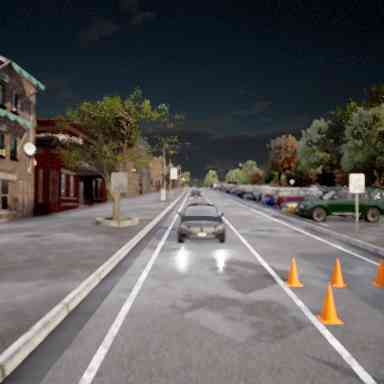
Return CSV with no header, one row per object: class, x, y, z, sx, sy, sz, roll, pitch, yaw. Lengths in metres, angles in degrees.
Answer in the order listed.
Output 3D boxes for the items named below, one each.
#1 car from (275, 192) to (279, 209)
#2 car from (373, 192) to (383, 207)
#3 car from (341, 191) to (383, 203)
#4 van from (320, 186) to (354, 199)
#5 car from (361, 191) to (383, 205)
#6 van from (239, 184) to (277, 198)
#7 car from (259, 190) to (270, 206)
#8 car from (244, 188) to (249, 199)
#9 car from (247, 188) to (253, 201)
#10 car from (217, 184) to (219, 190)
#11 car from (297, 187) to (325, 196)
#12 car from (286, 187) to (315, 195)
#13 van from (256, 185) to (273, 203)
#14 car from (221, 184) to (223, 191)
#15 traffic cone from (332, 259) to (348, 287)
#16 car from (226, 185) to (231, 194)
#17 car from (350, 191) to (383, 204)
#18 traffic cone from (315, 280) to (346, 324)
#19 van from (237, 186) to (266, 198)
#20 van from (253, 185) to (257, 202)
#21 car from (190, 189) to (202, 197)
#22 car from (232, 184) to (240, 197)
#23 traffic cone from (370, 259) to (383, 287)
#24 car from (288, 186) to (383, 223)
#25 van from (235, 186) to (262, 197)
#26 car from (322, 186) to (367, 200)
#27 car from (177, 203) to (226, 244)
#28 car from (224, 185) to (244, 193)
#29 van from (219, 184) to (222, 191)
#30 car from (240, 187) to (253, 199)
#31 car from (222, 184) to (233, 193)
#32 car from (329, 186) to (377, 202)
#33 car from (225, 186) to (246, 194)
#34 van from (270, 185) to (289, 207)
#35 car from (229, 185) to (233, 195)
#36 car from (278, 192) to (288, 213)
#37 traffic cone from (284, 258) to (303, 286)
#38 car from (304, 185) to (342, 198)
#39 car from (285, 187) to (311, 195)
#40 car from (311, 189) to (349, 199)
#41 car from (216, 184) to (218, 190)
car,9.532,0.974,26.847,4.674,1.452,2.002,0,1,0
car,22.645,0.791,35.928,5.008,1.535,2.097,0,1,0
car,22.716,0.607,44.258,4.792,1.488,2.163,0,2,0
van,22.843,0.110,52.575,4.442,1.987,1.878,0,2,0
car,22.847,0.721,38.704,5.366,1.575,1.946,0,1,0
van,9.749,0.145,49.269,4.442,1.987,1.878,0,2,0
car,9.549,0.806,32.451,5.008,1.535,2.097,0,1,0
car,9.603,0.568,43.668,4.674,1.452,2.002,0,2,0
car,9.622,0.633,40.861,4.792,1.488,2.163,0,1,0
car,9.792,-0.744,85.699,5.008,1.535,2.097,0,2,0
car,22.808,-0.130,63.677,4.553,1.767,2.185,0,2,0
car,22.616,-0.178,69.229,5.366,1.575,1.946,0,2,0
van,9.452,0.515,35.252,4.442,1.987,1.878,0,1,0
car,9.706,-0.567,71.682,5.566,2.045,2.435,0,2,0
traffic cone,3.304,1.812,7.563,0.340,0.580,0.340,0,1,0
car,9.705,-0.104,66.087,4.674,1.452,2.002,0,2,0
car,22.645,0.684,41.477,4.792,1.488,2.163,0,2,0
traffic cone,2.294,1.850,5.569,0.340,0.580,0.340,0,1,0
van,9.774,-0.026,54.871,4.442,1.987,1.878,0,2,0
van,9.698,0.447,38.052,4.442,1.987,1.878,0,1,0
car,0.699,0.135,57.396,2.033,1.411,5.357,0,2,1
car,9.617,0.033,52.068,5.566,2.045,2.435,0,2,0
traffic cone,4.303,1.817,7.557,0.340,0.580,0.340,0,1,0
car,9.477,0.810,21.235,5.566,2.045,2.435,0,1,0
van,9.787,-0.112,57.673,4.442,1.987,1.878,0,2,0
car,22.743,0.169,49.800,5.566,2.045,2.435,0,2,0
car,0.378,1.215,14.267,1.812,1.442,4.674,0,1,0
car,9.728,-0.612,77.290,4.553,1.767,2.185,0,2,0
van,9.669,-0.884,82.891,4.442,1.987,1.878,0,2,0
car,9.624,0.451,46.469,4.892,1.521,2.231,0,2,0
car,9.693,-0.481,68.880,5.566,2.045,2.435,0,2,0
car,22.673,0.248,47.024,5.566,2.045,2.435,0,2,0
car,9.715,-0.527,74.488,4.553,1.767,2.185,0,2,0
van,9.660,0.645,29.642,4.442,1.987,1.878,0,1,0
car,9.676,0.029,60.482,4.892,1.521,2.231,0,2,0
car,9.331,0.993,24.044,5.366,1.575,1.946,0,1,0
traffic cone,2.306,1.807,7.568,0.340,0.580,0.340,0,1,0
car,22.781,-0.086,58.123,5.566,2.045,2.435,0,2,0
car,22.820,-0.258,72.004,4.892,1.521,2.231,0,2,0
car,22.924,0.248,55.355,5.366,1.575,1.946,0,2,0
car,9.793,-0.886,91.304,4.792,1.488,2.163,0,2,0
